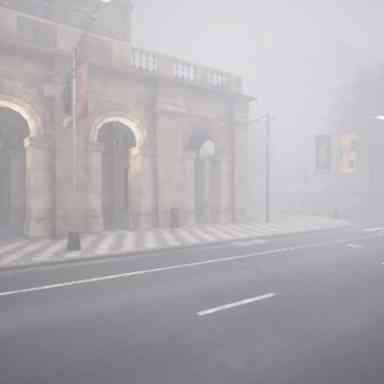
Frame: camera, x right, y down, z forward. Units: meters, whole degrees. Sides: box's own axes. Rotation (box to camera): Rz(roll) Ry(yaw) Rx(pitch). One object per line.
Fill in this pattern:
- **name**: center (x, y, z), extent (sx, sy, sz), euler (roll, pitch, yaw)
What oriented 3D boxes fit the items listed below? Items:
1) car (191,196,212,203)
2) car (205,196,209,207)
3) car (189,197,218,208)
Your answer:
- **car**: center (1.962, 1.509, 69.845), extent (1.837, 1.490, 4.892), euler (0, 0, -36)
- **car**: center (0.987, 1.606, 45.985), extent (1.895, 1.301, 4.718), euler (0, 0, -36)
- **car**: center (1.662, 1.517, 50.445), extent (1.837, 1.490, 4.892), euler (0, 0, -36)
